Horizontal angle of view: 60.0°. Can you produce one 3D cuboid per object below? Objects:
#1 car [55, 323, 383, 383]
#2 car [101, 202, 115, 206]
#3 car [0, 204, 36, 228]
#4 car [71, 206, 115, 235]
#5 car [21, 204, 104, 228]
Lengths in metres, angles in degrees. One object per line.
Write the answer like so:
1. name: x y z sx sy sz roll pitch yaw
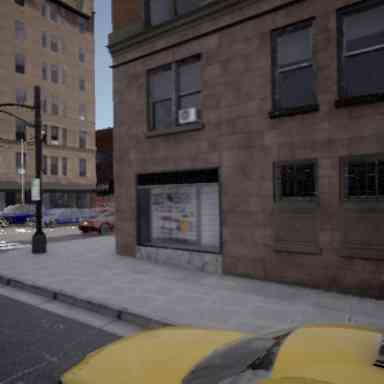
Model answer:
1. car: 0.978 1.529 2.159 4.829 1.417 1.752 -1 -1 35
2. car: -8.355 1.812 32.930 2.097 1.767 4.553 -1 -1 36
3. car: -13.490 1.754 25.839 2.097 1.767 4.553 -1 -1 36
4. car: -4.933 1.776 20.679 1.994 1.385 4.181 -1 -1 36
5. car: -9.741 1.898 25.472 2.033 1.411 5.357 -1 -1 36
